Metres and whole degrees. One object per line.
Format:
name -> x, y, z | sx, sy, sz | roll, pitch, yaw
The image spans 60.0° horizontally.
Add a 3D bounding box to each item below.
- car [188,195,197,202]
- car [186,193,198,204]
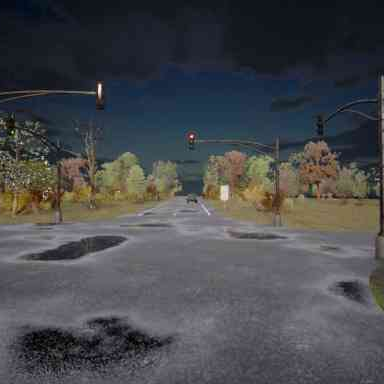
car -> 0.021, 1.482, 78.068 | 2.033, 1.411, 5.357 | 0, 0, 0
car -> 0.019, 1.308, 67.677 | 2.150, 2.045, 5.566 | 0, 0, 0
